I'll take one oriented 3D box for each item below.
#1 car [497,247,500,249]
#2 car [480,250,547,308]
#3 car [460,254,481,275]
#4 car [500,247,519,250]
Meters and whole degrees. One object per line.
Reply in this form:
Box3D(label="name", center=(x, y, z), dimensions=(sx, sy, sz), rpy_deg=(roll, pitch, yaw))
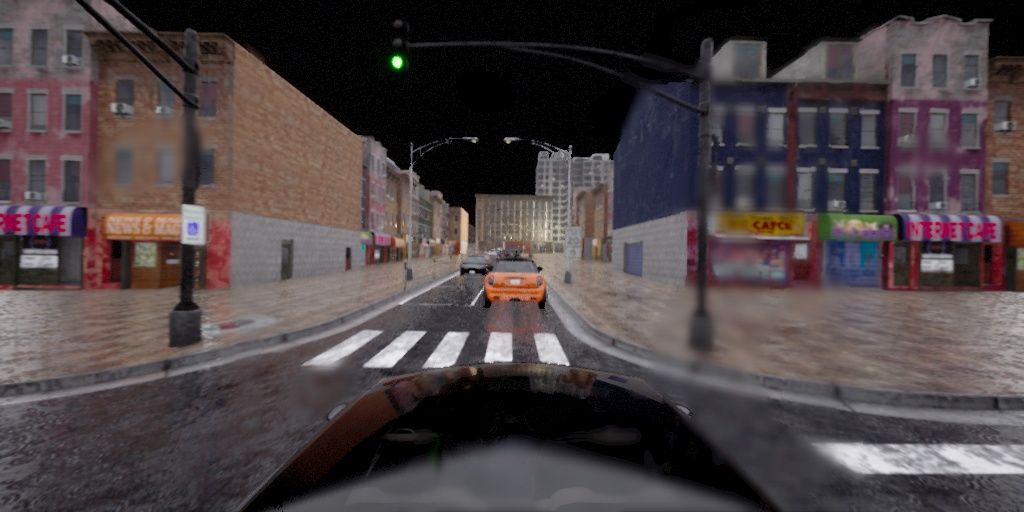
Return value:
Box3D(label="car", center=(-2.788, -0.307, 61.412), dimensions=(1.812, 1.442, 4.674), rpy_deg=(1, 1, 0))
Box3D(label="car", center=(0.106, 0.800, 13.680), dimensions=(2.097, 1.767, 4.553), rpy_deg=(1, 1, 0))
Box3D(label="car", center=(-2.654, 0.642, 25.959), dimensions=(1.948, 1.339, 4.313), rpy_deg=(0, 0, 0))
Box3D(label="car", center=(0.026, -0.118, 44.065), dimensions=(2.150, 2.045, 5.566), rpy_deg=(1, 1, 1))
